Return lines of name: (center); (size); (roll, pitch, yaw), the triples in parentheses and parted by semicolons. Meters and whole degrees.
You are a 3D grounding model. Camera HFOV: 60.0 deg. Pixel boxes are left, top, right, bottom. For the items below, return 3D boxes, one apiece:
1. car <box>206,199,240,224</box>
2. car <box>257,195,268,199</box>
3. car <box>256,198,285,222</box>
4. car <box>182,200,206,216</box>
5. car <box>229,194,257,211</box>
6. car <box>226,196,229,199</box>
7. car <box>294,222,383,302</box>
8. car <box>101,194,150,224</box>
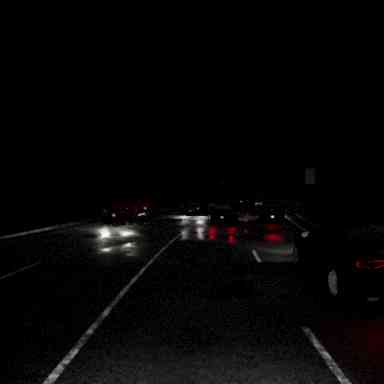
car: (2.449, 1.533, 25.011); (1.812, 1.442, 4.674); (0, 0, 10)
car: (14.748, 1.377, 71.207); (2.097, 1.767, 4.553); (0, 0, 29)
car: (6.247, 1.523, 26.317); (1.837, 1.490, 4.892); (0, 0, 11)
car: (0.358, 1.527, 33.276); (1.812, 1.442, 4.674); (0, 0, 13)
car: (6.660, 1.241, 42.524); (2.150, 2.045, 5.566); (0, 0, 17)
car: (7.796, 1.509, 65.184); (2.128, 1.511, 4.902); (0, 0, 25)
car: (3.960, 1.486, 8.307); (1.882, 1.535, 5.008); (0, 0, 3)
car: (-4.838, 1.210, 25.253); (2.150, 2.045, 5.566); (0, 0, 10)
